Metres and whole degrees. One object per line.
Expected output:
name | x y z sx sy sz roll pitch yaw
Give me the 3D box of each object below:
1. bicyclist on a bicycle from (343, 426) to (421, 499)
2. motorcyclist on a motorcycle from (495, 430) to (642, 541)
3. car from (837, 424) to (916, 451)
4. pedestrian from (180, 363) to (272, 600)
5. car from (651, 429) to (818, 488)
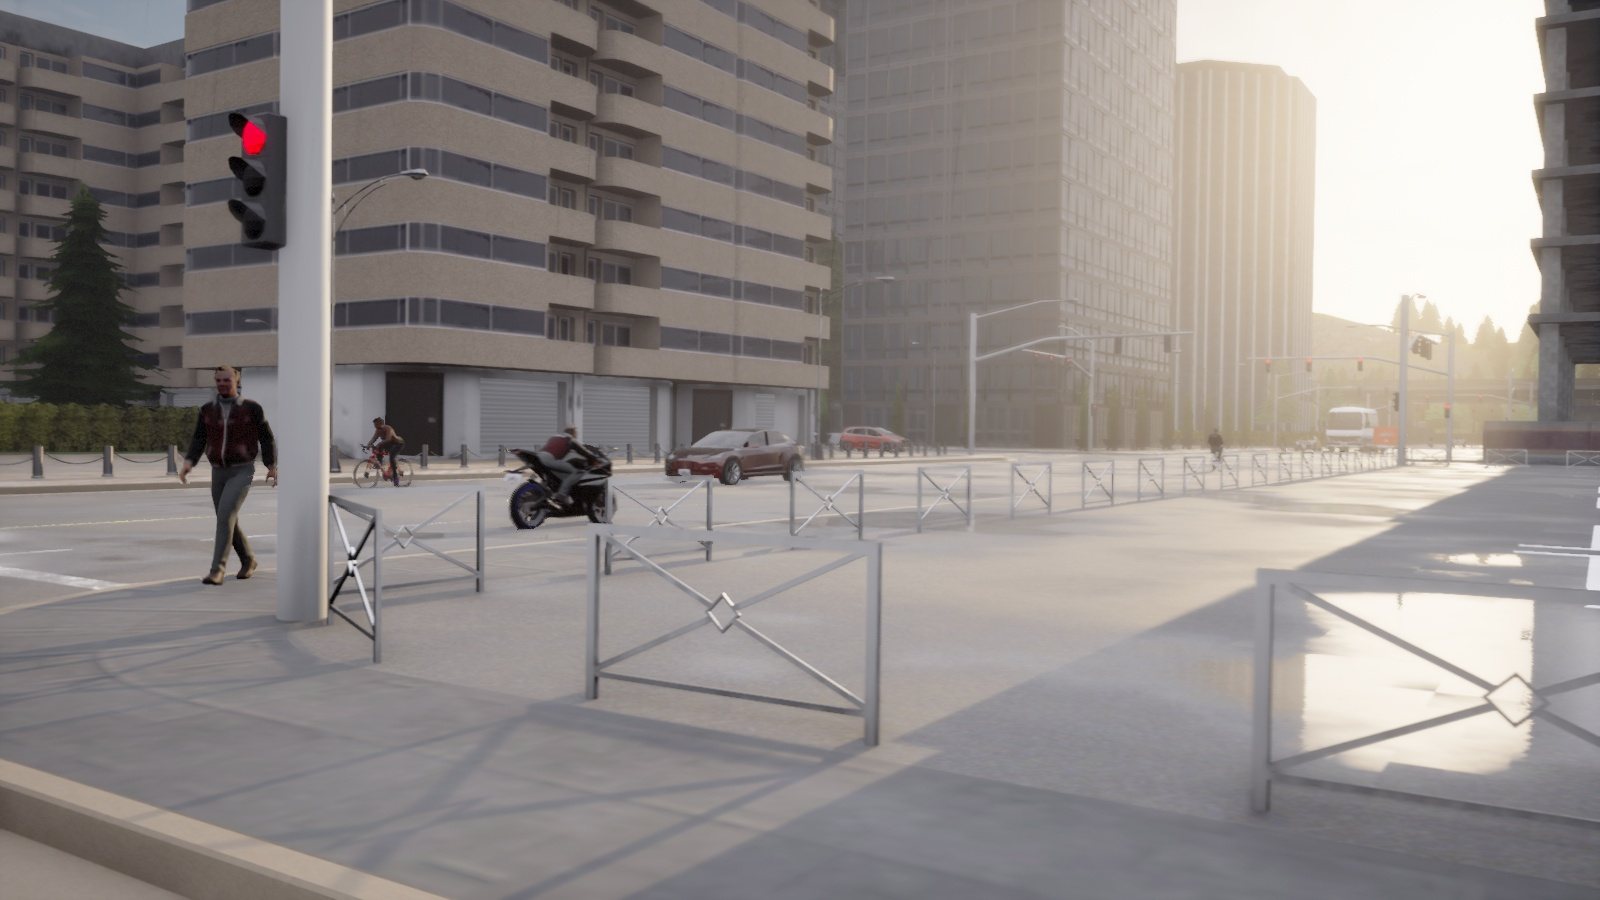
bicyclist on a bicycle | -9.496 0.262 28.559 0.582 1.620 1.656 0 1 33
motorcyclist on a motorcycle | -3.386 0.478 18.613 0.866 1.530 2.191 0 1 33
car | 4.939 -0.838 81.127 4.611 1.667 2.242 1 1 33
pedestrian | -4.632 0.245 10.170 0.376 1.854 0.720 0 1 2
car | -1.699 0.178 34.238 2.163 1.488 4.792 0 1 32
